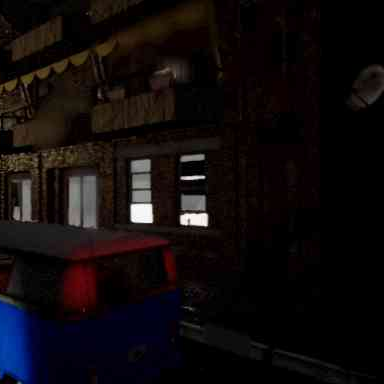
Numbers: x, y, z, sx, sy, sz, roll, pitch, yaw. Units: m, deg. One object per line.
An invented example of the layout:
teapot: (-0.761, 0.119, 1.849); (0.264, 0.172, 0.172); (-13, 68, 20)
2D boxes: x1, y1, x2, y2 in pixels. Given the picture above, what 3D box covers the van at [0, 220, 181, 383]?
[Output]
van: (-2.031, 1.333, 4.335); (3.998, 1.788, 1.690); (0, -1, 35)
